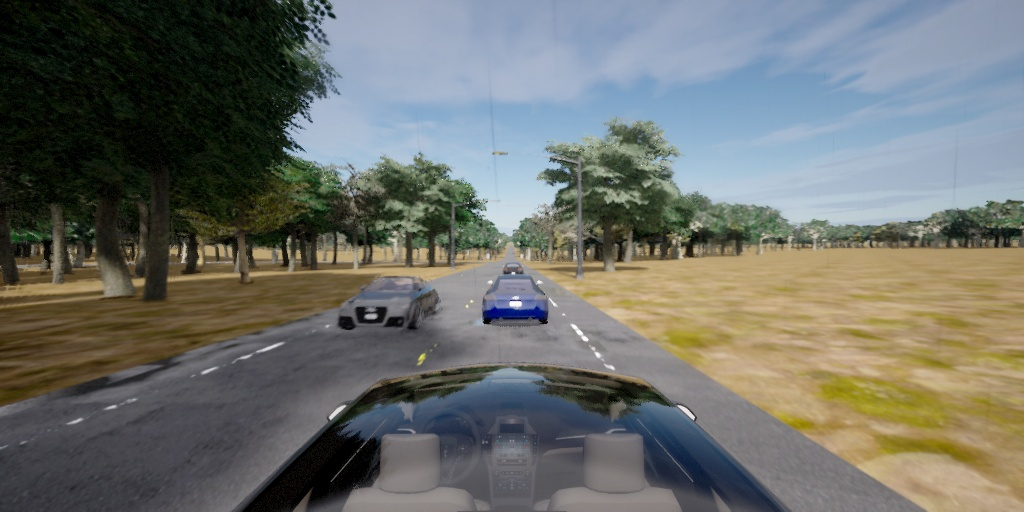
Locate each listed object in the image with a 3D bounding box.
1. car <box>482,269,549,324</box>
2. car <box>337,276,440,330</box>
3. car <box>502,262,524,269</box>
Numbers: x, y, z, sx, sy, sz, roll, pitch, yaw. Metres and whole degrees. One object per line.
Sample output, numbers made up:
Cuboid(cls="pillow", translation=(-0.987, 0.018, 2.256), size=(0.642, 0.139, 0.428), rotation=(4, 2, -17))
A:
Cuboid(cls="car", translation=(0.102, 1.307, 12.011), size=(1.994, 1.385, 4.181), rotation=(0, 0, 0))
Cuboid(cls="car", translation=(-3.497, 1.307, 10.887), size=(1.994, 1.385, 4.181), rotation=(0, 0, 0))
Cuboid(cls="car", translation=(0.107, 1.285, 32.415), size=(1.812, 1.442, 4.674), rotation=(0, 0, 0))
